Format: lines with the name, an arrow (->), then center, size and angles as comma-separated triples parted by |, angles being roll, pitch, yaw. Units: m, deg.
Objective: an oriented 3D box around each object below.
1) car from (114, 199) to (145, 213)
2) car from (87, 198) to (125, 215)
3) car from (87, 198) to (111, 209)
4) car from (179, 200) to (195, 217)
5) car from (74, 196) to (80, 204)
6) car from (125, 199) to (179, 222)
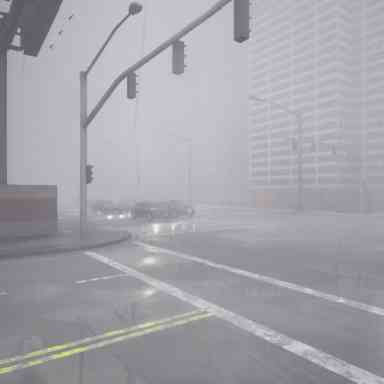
car -> -7.341, 1.526, 38.588 | 1.812, 1.442, 4.674 | 0, 0, -35
car -> -8.918, 1.547, 34.743 | 2.033, 1.411, 5.357 | 0, 0, -35
car -> -13.162, 1.601, 46.843 | 1.895, 1.301, 4.718 | 0, 0, -35
car -> -1.628, 1.492, 30.488 | 2.128, 1.511, 4.902 | 0, 0, -35
car -> -21.554, 1.526, 65.107 | 1.812, 1.442, 4.674 | 0, 0, -35
car -> -3.340, 1.505, 26.846 | 1.837, 1.490, 4.892 | 0, 0, -35
